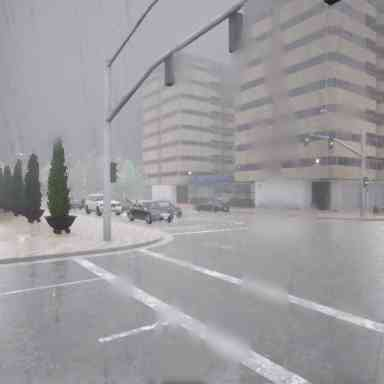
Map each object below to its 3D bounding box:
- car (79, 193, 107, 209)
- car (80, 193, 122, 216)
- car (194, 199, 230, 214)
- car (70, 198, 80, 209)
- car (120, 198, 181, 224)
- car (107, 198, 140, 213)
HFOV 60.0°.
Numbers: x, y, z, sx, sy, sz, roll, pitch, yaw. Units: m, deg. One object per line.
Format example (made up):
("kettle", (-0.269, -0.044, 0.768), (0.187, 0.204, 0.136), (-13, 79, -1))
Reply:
("car", (-13.708, 1.221, 45.944), (2.150, 2.045, 5.566), (0, 0, -34))
("car", (-8.847, 1.222, 32.827), (2.150, 2.045, 5.566), (0, 0, -35))
("car", (2.119, 1.525, 35.814), (1.812, 1.442, 4.674), (0, 0, -35))
("car", (-15.260, 1.526, 42.007), (1.812, 1.442, 4.674), (0, 0, -35))
("car", (-3.197, 1.491, 24.737), (2.128, 1.511, 4.902), (0, 0, -35))
("car", (-7.810, 1.505, 37.460), (1.837, 1.490, 4.892), (0, 0, -35))
